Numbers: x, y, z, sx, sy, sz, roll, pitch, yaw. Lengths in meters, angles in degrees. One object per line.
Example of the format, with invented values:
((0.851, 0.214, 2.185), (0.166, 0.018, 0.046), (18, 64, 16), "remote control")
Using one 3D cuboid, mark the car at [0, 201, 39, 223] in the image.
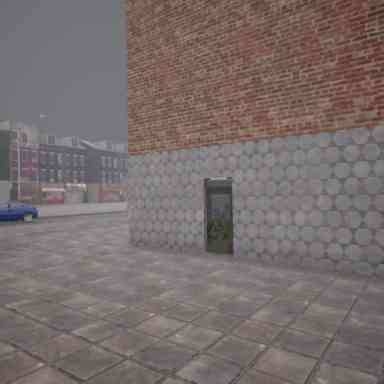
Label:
((-13.088, 1.426, 22.627), (1.882, 1.535, 5.008), (-2, 0, 35), "car")
